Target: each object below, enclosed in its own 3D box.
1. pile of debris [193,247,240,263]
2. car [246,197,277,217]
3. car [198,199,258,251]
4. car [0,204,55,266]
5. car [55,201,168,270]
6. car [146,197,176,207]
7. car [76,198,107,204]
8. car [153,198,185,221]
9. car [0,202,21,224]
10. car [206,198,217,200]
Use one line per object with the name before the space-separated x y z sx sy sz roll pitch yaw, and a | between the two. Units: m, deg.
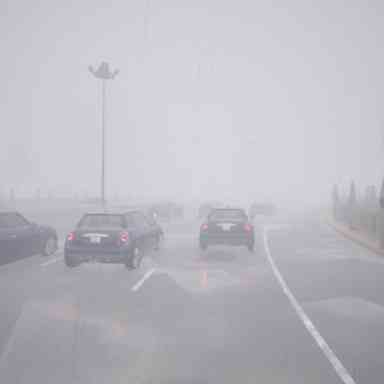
pile of debris | 0.919 2.180 11.614 1.500 0.140 1.860 0 0 9
car | 6.868 1.498 31.850 1.882 1.535 5.008 0 0 22
car | 1.651 1.357 14.436 2.097 1.767 4.553 0 0 10
car | -6.071 1.335 10.227 2.097 1.767 4.553 0 0 7
car | -2.396 1.347 11.332 2.097 1.767 4.553 0 0 8
car | -5.024 1.646 54.871 2.033 1.411 5.357 0 0 32
car | -9.075 1.360 29.559 2.097 1.767 4.553 0 0 19
car | -2.083 1.517 27.901 1.837 1.490 4.892 0 0 18
car | -14.499 1.510 23.354 1.812 1.442 4.674 0 0 14
car | 1.995 1.521 28.979 1.837 1.490 4.892 0 0 20
